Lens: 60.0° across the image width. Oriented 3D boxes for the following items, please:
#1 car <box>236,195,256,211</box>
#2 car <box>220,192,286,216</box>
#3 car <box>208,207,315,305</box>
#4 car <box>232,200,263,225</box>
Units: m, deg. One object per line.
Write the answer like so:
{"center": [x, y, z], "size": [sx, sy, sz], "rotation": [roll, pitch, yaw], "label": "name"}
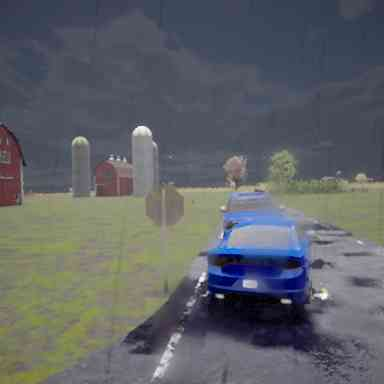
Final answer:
{"center": [5.604, 1.098, 34.572], "size": [1.837, 1.490, 4.892], "rotation": [-2, 0, 9], "label": "car"}
{"center": [2.341, 1.064, 13.172], "size": [2.150, 2.045, 5.566], "rotation": [-2, 1, 6], "label": "car"}
{"center": [1.859, 1.371, 8.008], "size": [1.882, 1.535, 5.008], "rotation": [-2, 0, 21], "label": "car"}
{"center": [3.762, 1.334, 22.738], "size": [1.895, 1.301, 4.718], "rotation": [-2, 0, 9], "label": "car"}
